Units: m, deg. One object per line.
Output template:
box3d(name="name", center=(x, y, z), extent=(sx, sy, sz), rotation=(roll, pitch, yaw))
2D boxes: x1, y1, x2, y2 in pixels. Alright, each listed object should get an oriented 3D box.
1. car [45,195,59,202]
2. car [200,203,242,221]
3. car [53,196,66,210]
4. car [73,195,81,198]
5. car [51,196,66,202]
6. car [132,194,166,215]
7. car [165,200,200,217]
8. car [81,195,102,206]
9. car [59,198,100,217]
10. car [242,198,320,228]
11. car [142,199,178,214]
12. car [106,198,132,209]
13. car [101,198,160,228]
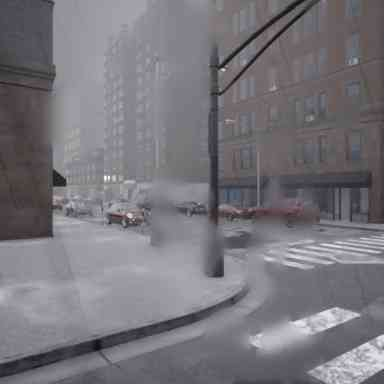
box3d(name="car", center=(-32.127, 1.470, 76.374), extent=(2.008, 1.369, 4.403), rotation=(0, 0, -35))
box3d(name="car", center=(2.853, 1.571, 26.693), extent=(1.802, 1.307, 4.206), rotation=(0, 0, -35))
box3d(name="car", center=(-16.827, 1.511, 39.835), extent=(1.887, 1.381, 4.507), rotation=(0, 0, -35))
box3d(name="car", center=(-20.017, 1.297, 59.616), extent=(2.097, 1.767, 4.553), rotation=(0, 0, -35))
box3d(name="car", center=(-28.947, 1.477, 71.857), extent=(2.008, 1.369, 4.403), rotation=(0, 0, -35))
box3d(name="car", center=(-4.799, 1.201, 32.769), extent=(2.150, 2.045, 5.566), rotation=(0, 0, -35))
box3d(name="car", center=(-0.327, 1.549, 31.209), extent=(1.947, 1.339, 4.313), rotation=(0, 0, -35))
box3d(name="car", center=(-15.977, 1.457, 53.936), extent=(1.837, 1.490, 4.892), rotation=(0, 0, -35))
box3d(name="car", center=(-10.465, 1.529, 30.799), extent=(2.008, 1.369, 4.403), rotation=(0, 0, -35))
box3d(name="car", center=(6.033, 1.309, 22.176), extent=(2.192, 1.841, 5.009), rotation=(0, 0, -35))
box3d(name="car", center=(-3.507, 1.528, 35.726), extent=(2.008, 1.369, 4.403), rotation=(0, 0, -35))
box3d(name="car", center=(-9.867, 1.531, 44.759), extent=(1.947, 1.339, 4.313), rotation=(0, 0, -35))
box3d(name="car", center=(-4.103, 1.429, 21.763), extent=(1.967, 1.590, 4.097), rotation=(0, 0, -35))
